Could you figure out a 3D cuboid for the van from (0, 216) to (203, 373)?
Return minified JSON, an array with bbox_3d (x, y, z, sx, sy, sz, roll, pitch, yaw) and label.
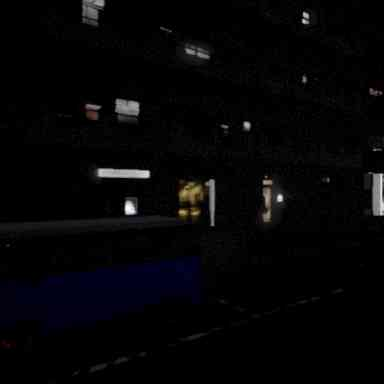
[{"bbox_3d":[-1.711,1.333,5.334,3.998,1.788,1.690,0,0,-35],"label":"van"}]
